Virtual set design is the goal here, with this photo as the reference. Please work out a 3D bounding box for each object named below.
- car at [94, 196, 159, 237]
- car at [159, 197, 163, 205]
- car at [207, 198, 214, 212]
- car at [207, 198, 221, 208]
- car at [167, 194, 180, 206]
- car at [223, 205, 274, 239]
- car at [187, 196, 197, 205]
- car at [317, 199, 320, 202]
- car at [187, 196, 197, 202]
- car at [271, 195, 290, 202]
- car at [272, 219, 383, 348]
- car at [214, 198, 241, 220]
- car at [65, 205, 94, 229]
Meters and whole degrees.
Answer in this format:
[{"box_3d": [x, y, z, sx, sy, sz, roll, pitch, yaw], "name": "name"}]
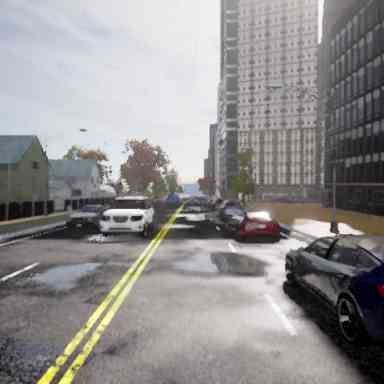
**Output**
[{"box_3d": [-3.359, 1.242, 18.356, 2.150, 2.045, 5.566, 0, 0, 0], "name": "car"}, {"box_3d": [-6.535, 1.593, 62.518, 1.882, 1.535, 5.008, 0, 0, 1], "name": "car"}, {"box_3d": [3.245, 1.492, 39.331, 2.033, 1.649, 4.856, 0, 0, 0], "name": "car"}, {"box_3d": [3.244, 1.611, 50.334, 1.812, 1.442, 4.674, 0, 0, 0], "name": "car"}, {"box_3d": [-3.290, 1.331, 59.619, 2.150, 2.045, 5.566, 0, 0, 1], "name": "car"}, {"box_3d": [3.139, 1.584, 17.624, 1.994, 1.385, 4.181, 0, 0, -4], "name": "car"}, {"box_3d": [-0.007, 1.709, 59.442, 1.895, 1.301, 4.718, 0, 0, 0], "name": "car"}, {"box_3d": [33.649, 2.149, 82.800, 4.507, 1.381, 1.887, 0, 2, 20], "name": "car"}, {"box_3d": [-0.009, 1.583, 76.721, 2.033, 1.411, 5.357, 0, 0, 0], "name": "car"}, {"box_3d": [23.003, 1.840, 86.692, 5.009, 1.841, 2.192, 0, 2, 20], "name": "car"}, {"box_3d": [3.249, 1.510, 6.348, 2.163, 1.488, 4.792, 0, 0, 0], "name": "car"}, {"box_3d": [3.247, 1.470, 28.327, 2.033, 1.649, 4.856, 0, 0, 0], "name": "car"}, {"box_3d": [-6.603, 1.574, 22.100, 2.033, 1.411, 5.357, 0, 0, 0], "name": "car"}]
